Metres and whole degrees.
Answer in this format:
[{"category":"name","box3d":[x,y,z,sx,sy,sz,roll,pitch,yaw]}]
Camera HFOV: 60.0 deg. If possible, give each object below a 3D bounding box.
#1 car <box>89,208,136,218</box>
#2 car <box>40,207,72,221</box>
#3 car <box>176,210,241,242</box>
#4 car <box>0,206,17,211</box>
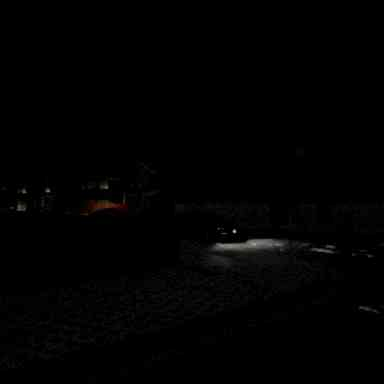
[{"category":"car","box3d":[-6.306,2.022,26.147,1.882,1.535,5.008,-1,-1,-44]},{"category":"car","box3d":[-13.747,2.301,33.451,4.892,1.490,1.837,-2,0,43]},{"category":"car","box3d":[0.541,1.808,18.556,1.837,1.490,4.892,-1,-1,-41]},{"category":"car","box3d":[-28.411,2.856,50.750,5.357,1.411,2.033,-2,-1,45]}]
